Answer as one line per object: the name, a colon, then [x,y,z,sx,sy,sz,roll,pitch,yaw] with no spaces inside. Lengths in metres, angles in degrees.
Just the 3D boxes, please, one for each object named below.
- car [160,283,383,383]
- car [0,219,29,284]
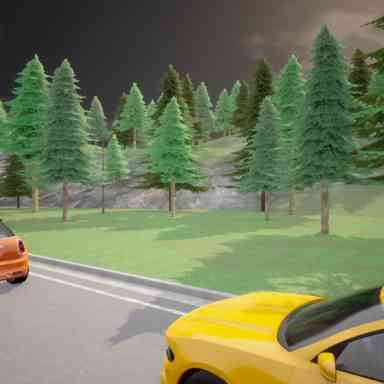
car: [1.990,1.478,2.571,5.008,1.535,1.882,0,0,35]
car: [-6.136,1.352,8.342,4.553,1.767,2.097,0,0,35]
